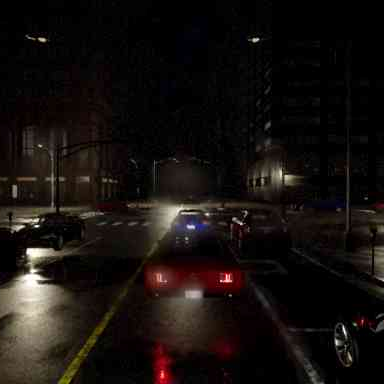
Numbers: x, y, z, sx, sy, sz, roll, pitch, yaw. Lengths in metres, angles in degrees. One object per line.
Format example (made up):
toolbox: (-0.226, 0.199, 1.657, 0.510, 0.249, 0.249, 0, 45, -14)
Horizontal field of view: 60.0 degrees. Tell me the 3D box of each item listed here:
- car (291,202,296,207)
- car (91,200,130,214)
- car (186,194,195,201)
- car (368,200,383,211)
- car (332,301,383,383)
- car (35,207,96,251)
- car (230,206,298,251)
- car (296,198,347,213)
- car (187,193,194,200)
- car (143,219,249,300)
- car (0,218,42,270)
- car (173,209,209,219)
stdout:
car: (14.101, 1.447, 38.858, 4.892, 1.490, 1.837, 0, 0, 1)
car: (-8.693, 1.580, 35.506, 4.181, 1.385, 1.994, 0, 0, 0)
car: (-0.329, 1.409, 82.255, 2.097, 1.767, 4.553, 0, 0, 0)
car: (23.000, 1.487, 38.925, 4.181, 1.385, 1.994, 0, 0, -1)
car: (2.753, 1.566, 2.708, 1.947, 1.339, 4.313, 0, 0, 0)
car: (-5.805, 1.551, 13.954, 2.008, 1.369, 4.403, 0, 0, 0)
car: (2.720, 1.441, 13.980, 1.967, 1.590, 4.097, 0, 0, 0)
car: (14.072, 1.484, 35.618, 4.674, 1.442, 1.812, 0, 0, 1)
car: (-0.399, 1.288, 92.263, 2.097, 1.767, 4.553, 0, 0, 0)
car: (0.040, 1.601, 8.352, 1.895, 1.301, 4.718, 0, 0, 0)
car: (-5.788, 1.566, 8.317, 1.947, 1.339, 4.313, 0, 0, 0)
car: (-0.047, 1.565, 17.108, 1.994, 1.385, 4.181, 0, 0, 0)
